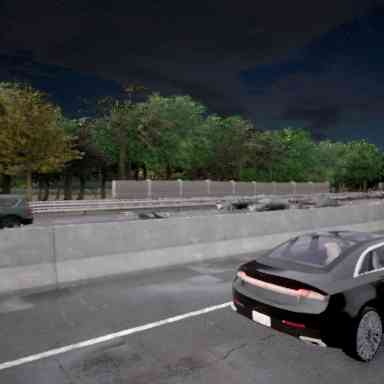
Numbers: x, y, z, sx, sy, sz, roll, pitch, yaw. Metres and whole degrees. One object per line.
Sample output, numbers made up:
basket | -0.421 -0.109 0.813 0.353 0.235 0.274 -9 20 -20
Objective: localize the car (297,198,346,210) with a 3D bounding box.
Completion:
car | 11.522 1.197 29.411 5.357 1.411 2.033 -1 1 -35

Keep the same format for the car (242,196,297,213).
car | 7.137 1.219 30.579 4.674 1.442 1.812 -1 1 -35

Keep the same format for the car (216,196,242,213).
car | 4.559 1.195 33.039 4.902 1.511 2.128 -1 1 -35

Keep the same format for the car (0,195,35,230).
car | -11.322 1.214 17.410 5.566 2.045 2.150 -1 0 -35

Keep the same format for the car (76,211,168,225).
car | -2.776 1.534 14.911 4.718 1.301 1.895 -1 0 -36

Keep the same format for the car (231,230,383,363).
car | 2.892 1.432 5.811 4.902 1.511 2.128 -1 0 -36
